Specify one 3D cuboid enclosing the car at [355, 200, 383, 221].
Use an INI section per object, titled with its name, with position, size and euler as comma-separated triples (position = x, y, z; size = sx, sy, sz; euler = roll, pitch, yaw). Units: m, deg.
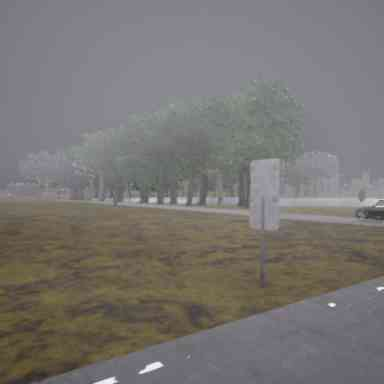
[car]
position = 14.612, 1.335, 24.798
size = 2.097, 1.767, 4.553
euler = 1, 0, -29
